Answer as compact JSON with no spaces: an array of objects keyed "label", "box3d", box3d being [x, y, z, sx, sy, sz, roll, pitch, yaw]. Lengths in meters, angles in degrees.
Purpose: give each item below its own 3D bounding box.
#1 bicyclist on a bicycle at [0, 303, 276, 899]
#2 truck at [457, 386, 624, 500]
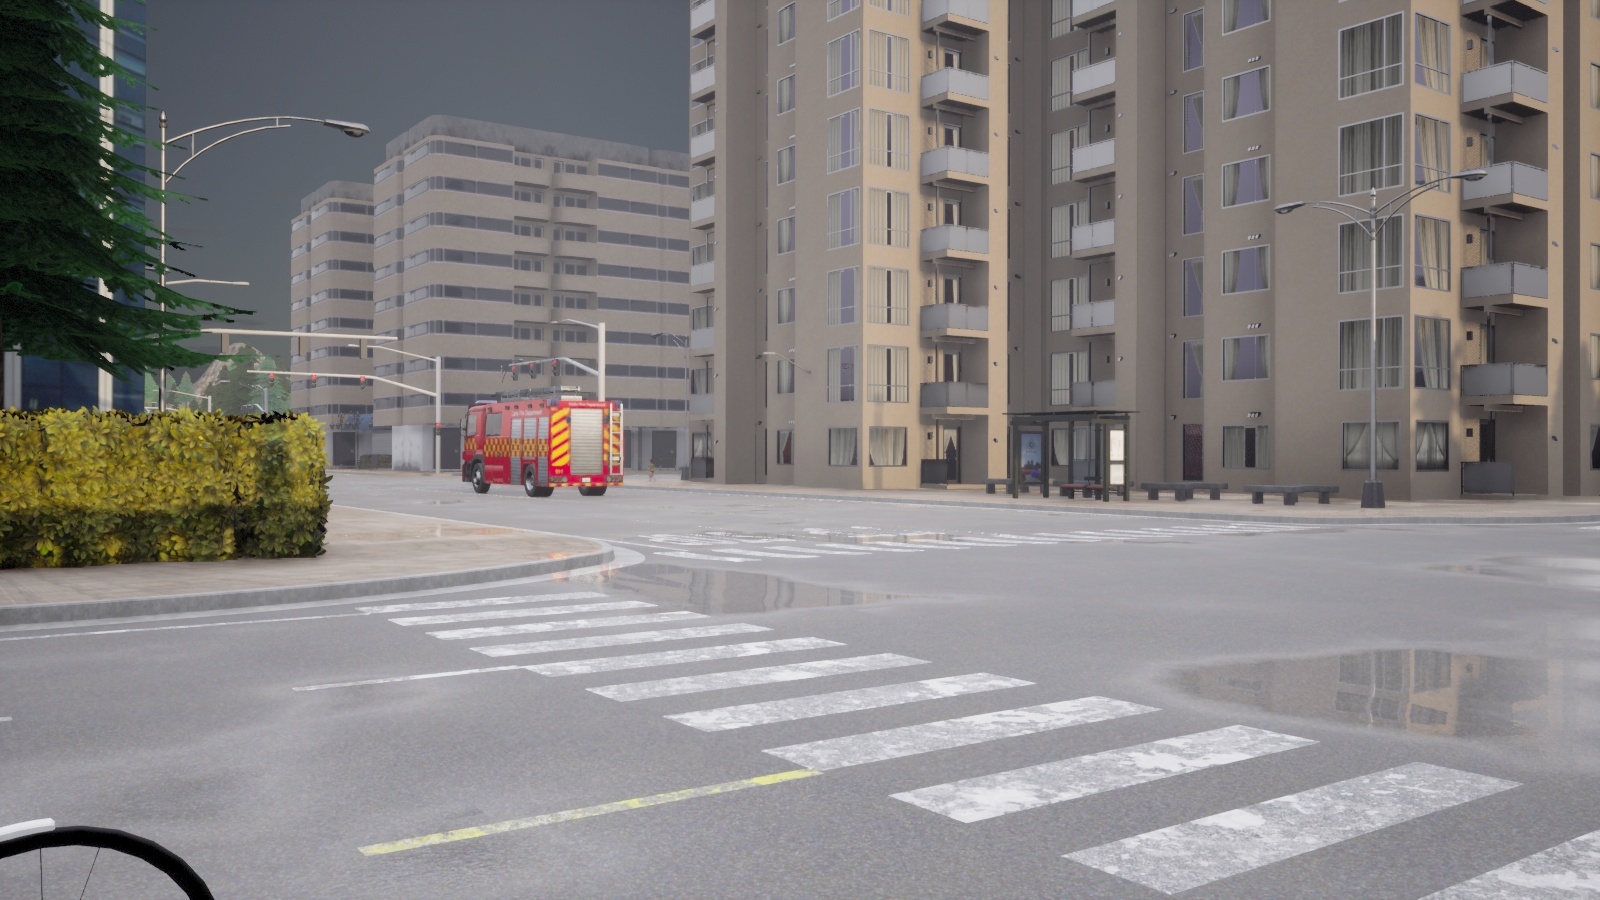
[{"label":"bicyclist on a bicycle","box3d":[-2.003,0.625,2.277,1.843,1.776,0.659,0,0,-35]},{"label":"truck","box3d":[-9.774,-0.230,46.430,2.891,3.827,8.468,0,0,-35]}]
